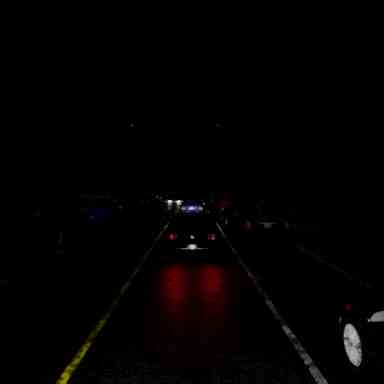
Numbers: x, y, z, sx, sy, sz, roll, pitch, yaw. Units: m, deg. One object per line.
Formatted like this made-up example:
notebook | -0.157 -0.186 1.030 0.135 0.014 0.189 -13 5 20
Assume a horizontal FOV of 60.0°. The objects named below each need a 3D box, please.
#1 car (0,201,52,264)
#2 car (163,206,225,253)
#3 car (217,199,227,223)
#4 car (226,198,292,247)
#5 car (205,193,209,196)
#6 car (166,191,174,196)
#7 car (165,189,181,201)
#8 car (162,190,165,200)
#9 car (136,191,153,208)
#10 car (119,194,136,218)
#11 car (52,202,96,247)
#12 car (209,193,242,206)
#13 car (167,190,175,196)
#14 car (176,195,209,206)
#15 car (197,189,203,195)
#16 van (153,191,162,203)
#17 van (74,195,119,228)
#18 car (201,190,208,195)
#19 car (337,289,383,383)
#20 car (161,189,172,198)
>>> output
car | -5.767 1.198 8.348 2.192 1.841 5.009 0 1 0
car | 0.038 1.422 12.784 1.895 1.301 4.718 0 1 1
car | 2.758 1.293 19.634 1.947 1.339 4.313 0 1 0
car | 2.758 1.245 13.996 1.967 1.590 4.097 0 1 0
car | 2.757 1.060 36.542 1.947 1.339 4.313 0 1 0
car | -5.773 0.377 87.258 1.947 1.339 4.313 0 1 0
car | -3.065 0.708 57.805 1.837 1.490 4.892 0 1 0
car | -5.770 0.790 53.271 1.752 1.417 4.829 0 1 0
car | -5.769 0.934 36.531 1.967 1.590 4.097 0 1 0
car | -5.768 1.090 25.259 1.967 1.590 4.097 0 1 0
car | -5.766 1.350 13.988 1.887 1.381 4.507 0 1 0
car | 2.757 0.964 25.267 2.192 1.841 5.009 0 1 0
car | -5.773 0.288 92.893 2.008 1.369 4.403 0 1 0
car | 0.020 1.184 26.222 2.033 1.411 5.357 0 1 0
car | 2.349 0.615 64.690 1.837 1.490 4.892 0 1 0
van | -5.770 0.680 47.802 1.690 1.788 3.998 0 1 0
van | -5.767 1.068 19.621 1.690 1.788 3.998 0 1 0
car | 2.755 0.779 47.811 1.967 1.590 4.097 0 1 0
car | 2.760 1.511 2.727 2.008 1.369 4.403 0 1 0
car | -5.773 0.276 75.982 2.192 1.841 5.009 0 1 0
